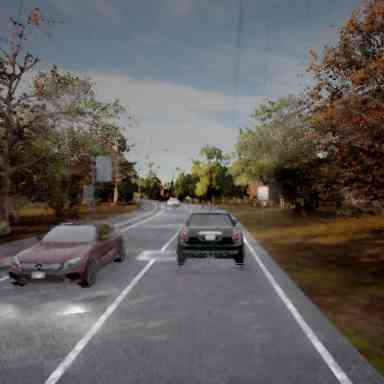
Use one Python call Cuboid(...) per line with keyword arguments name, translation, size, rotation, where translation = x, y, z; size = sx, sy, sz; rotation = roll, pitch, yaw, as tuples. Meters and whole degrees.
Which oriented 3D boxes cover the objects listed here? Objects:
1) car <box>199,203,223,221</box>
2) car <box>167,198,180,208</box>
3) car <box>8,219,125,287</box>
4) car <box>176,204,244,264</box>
Cuboid(name="car", translation=(1.628, 1.703, 29.134), size=(1.895, 1.301, 4.718), rotation=(0, 0, 2))
Cuboid(name="car", translation=(-2.852, 1.679, 51.741), size=(1.812, 1.442, 4.674), rotation=(1, 0, -6))
Cuboid(name="car", translation=(-3.224, 1.560, 9.567), size=(1.812, 1.442, 4.674), rotation=(0, 0, 3))
Cuboid(name="car", translation=(0.669, 1.388, 12.112), size=(2.097, 1.767, 4.553), rotation=(0, 0, 3))
